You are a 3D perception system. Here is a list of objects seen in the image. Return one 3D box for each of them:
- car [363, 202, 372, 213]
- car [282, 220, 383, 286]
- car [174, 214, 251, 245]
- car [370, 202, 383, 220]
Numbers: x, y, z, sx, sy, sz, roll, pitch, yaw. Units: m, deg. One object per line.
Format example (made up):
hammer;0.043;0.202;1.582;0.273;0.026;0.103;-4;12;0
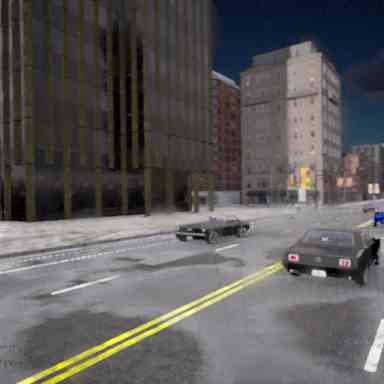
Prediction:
car;22.839;1.980;41.844;1.994;1.385;4.181;-1;-1;36
car;4.357;1.696;9.857;1.895;1.301;4.718;-1;-1;35
car;1.160;1.803;16.942;1.895;1.301;4.718;-1;-1;35
car;14.563;1.701;24.296;1.882;1.535;5.008;-1;-1;35
